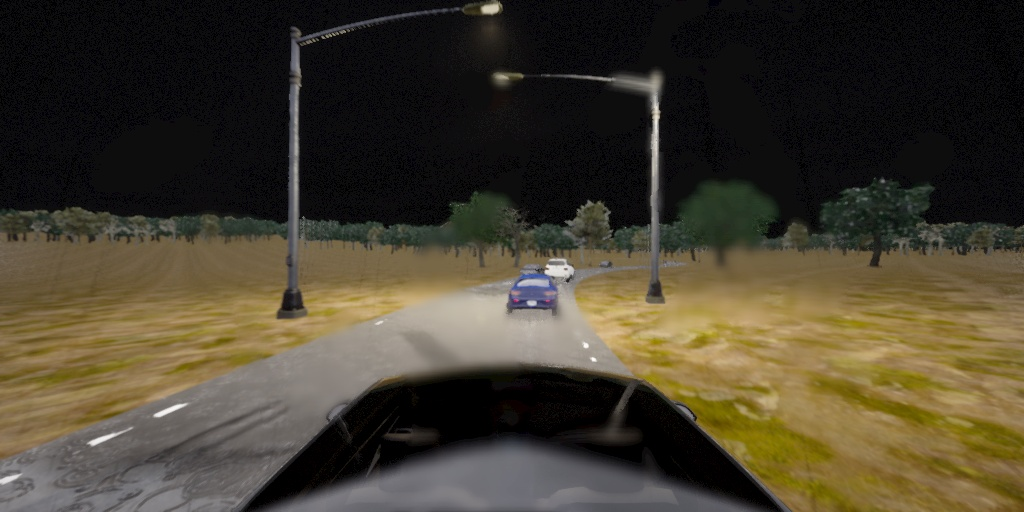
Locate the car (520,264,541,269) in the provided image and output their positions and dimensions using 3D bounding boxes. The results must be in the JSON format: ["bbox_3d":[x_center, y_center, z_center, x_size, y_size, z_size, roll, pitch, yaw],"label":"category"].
[{"bbox_3d":[2.011,1.567,36.290,2.128,1.511,4.902,1,0,16],"label":"car"}]

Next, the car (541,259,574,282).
[{"bbox_3d":[4.503,1.312,33.470,2.150,2.045,5.566,0,0,15],"label":"car"}]

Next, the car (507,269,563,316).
[{"bbox_3d":[0.904,1.415,14.118,1.812,1.442,4.674,0,-1,6],"label":"car"}]
